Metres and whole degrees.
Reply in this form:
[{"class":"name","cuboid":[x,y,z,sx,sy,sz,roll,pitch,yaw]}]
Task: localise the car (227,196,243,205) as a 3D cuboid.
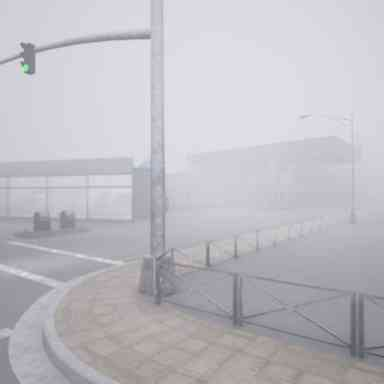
[{"class":"car","cuboid":[7.713,1.625,62.610,2.242,1.667,4.611,0,0,36]}]
